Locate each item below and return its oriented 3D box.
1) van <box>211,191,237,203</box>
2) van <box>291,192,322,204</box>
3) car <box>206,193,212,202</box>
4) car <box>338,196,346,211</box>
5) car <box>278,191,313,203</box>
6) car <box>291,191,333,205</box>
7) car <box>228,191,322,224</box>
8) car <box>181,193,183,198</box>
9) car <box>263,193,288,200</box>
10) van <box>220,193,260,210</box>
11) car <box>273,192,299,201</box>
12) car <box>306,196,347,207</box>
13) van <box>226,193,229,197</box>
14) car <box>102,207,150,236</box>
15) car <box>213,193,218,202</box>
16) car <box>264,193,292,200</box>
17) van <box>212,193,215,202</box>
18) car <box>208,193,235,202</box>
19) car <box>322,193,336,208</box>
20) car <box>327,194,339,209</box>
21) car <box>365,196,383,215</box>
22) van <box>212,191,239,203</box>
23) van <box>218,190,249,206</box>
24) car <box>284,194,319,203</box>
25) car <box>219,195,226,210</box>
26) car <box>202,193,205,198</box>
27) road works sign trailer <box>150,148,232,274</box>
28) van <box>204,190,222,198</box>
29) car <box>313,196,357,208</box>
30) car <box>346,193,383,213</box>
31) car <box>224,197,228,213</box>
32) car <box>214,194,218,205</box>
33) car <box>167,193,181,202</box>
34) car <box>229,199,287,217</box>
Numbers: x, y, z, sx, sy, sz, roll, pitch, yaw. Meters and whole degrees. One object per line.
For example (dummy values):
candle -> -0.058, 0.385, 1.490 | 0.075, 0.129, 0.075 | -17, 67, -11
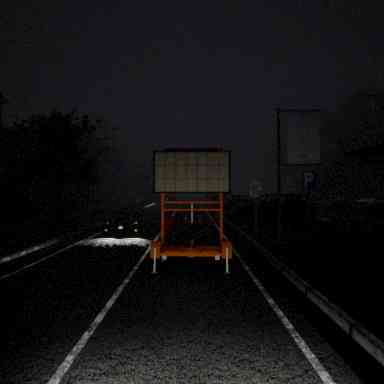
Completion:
van -> 5.664, 0.864, 59.720 | 4.442, 1.987, 1.878 | 0, 1, 0
van -> 18.762, 0.930, 54.726 | 4.442, 1.987, 1.878 | 0, 1, 0
car -> 5.540, 0.911, 54.112 | 5.566, 2.045, 2.435 | 0, 1, 0
car -> 18.711, 1.334, 35.291 | 4.892, 1.521, 2.231 | 0, 0, 0
car -> 18.654, 0.833, 60.276 | 5.566, 2.045, 2.435 | 0, 1, 0
car -> 18.684, 0.940, 51.949 | 5.566, 2.045, 2.435 | 0, 1, 0
car -> 5.653, 1.140, 23.270 | 5.566, 2.045, 2.435 | 0, 0, 0
car -> -3.459, 0.442, 90.361 | 2.150, 2.045, 5.566 | 0, 1, 0
car -> 18.580, 0.907, 74.157 | 4.892, 1.521, 2.231 | 0, 1, 0
van -> 5.736, 1.075, 40.092 | 4.442, 1.987, 1.878 | 0, 0, 0
car -> 18.636, 0.887, 65.829 | 4.553, 1.767, 2.185 | 0, 1, 0
car -> 18.705, 1.280, 46.401 | 4.792, 1.488, 2.163 | 0, 1, 0
van -> 5.767, 1.124, 31.681 | 4.442, 1.987, 1.878 | 0, 0, 0
car -> -3.391, 1.498, 17.812 | 1.994, 1.385, 4.181 | 0, 0, 0
car -> 5.596, 1.297, 45.704 | 4.674, 1.452, 2.002 | 0, 1, 0
car -> 18.399, 0.938, 71.380 | 5.366, 1.575, 1.946 | 0, 1, 0
van -> 5.695, 0.972, 51.312 | 4.442, 1.987, 1.878 | 0, 1, 0
car -> 5.531, 1.055, 62.526 | 4.892, 1.521, 2.231 | 0, 1, 0
car -> 18.881, 1.294, 40.847 | 5.366, 1.575, 1.946 | 0, 0, 0
car -> 18.701, 1.316, 38.069 | 5.008, 1.535, 2.097 | 0, 0, 0
car -> 18.743, 1.360, 29.741 | 5.008, 1.535, 2.097 | 0, 0, 0
van -> 5.674, 0.900, 56.917 | 4.442, 1.987, 1.878 | 0, 1, 0
van -> 5.513, 1.094, 37.290 | 4.442, 1.987, 1.878 | 0, 0, 0
car -> 18.821, 1.117, 57.504 | 5.366, 1.575, 1.946 | 0, 1, 0
car -> 5.635, 1.335, 34.485 | 5.008, 1.535, 2.097 | 0, 0, 0
car -> 5.477, 0.694, 70.931 | 5.566, 2.045, 2.435 | 0, 1, 0
road works sign trailer -> 0.002, 0.435, 10.495 | 2.380, 3.560, 2.880 | 0, 0, 2
van -> 5.338, 0.540, 84.946 | 4.442, 1.987, 1.878 | 0, 1, 0
car -> 18.657, 1.308, 43.618 | 4.792, 1.488, 2.163 | 0, 1, 0
car -> 18.699, 1.095, 32.515 | 5.566, 2.045, 2.435 | 0, 0, 0
car -> 5.486, 1.375, 26.074 | 5.366, 1.575, 1.946 | 0, 0, 0
car -> 5.639, 1.312, 42.897 | 4.792, 1.488, 2.163 | 0, 0, 0
car -> -3.462, 1.209, 59.022 | 1.895, 1.301, 4.718 | 0, 1, 0
car -> 5.664, 1.404, 28.878 | 4.674, 1.452, 2.002 | 0, 0, 0
